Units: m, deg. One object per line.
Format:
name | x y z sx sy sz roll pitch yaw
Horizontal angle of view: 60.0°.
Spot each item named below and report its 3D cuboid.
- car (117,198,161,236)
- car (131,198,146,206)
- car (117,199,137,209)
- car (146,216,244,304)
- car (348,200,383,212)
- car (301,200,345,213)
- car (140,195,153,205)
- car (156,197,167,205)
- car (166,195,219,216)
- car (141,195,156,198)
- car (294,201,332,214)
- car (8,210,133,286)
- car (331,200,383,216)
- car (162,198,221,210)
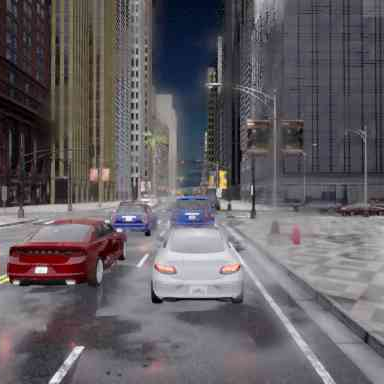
car | -3.135 1.391 18.659 2.097 1.767 4.553 0 0 0
car | -9.769 1.827 60.827 1.812 1.442 4.674 0 0 1
car | -9.806 1.778 50.918 2.033 1.411 5.357 0 0 0
car | 0.105 1.534 8.060 1.812 1.442 4.674 0 0 0
car | 20.856 1.643 38.757 4.313 1.339 1.947 0 0 -1
car | 15.216 1.663 38.674 4.313 1.339 1.947 0 0 -1
car | -9.692 1.609 71.401 2.150 2.045 5.566 0 0 0
car | -6.442 1.902 70.628 1.812 1.442 4.674 0 0 0
car | 0.040 1.257 17.762 2.150 2.045 5.566 0 0 1
car | -6.557 1.453 50.959 2.150 2.045 5.566 0 0 0
car | 13.226 1.634 35.891 4.181 1.385 1.994 0 -1 -1
car | -3.144 1.489 9.432 1.882 1.535 5.008 0 0 0
car | 15.339 1.577 30.151 4.206 1.307 1.802 0 0 -1
car | 0.214 1.319 33.935 5.566 2.045 2.150 0 -1 -24
